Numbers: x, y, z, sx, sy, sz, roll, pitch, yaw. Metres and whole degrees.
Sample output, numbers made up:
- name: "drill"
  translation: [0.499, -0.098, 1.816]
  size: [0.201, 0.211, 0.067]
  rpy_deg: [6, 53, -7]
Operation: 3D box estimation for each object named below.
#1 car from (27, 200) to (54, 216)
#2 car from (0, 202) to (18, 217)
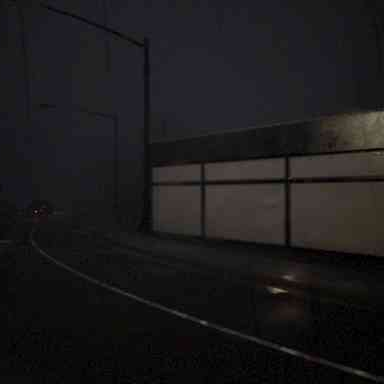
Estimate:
- name: "car"
  translation: [-14.933, 1.555, 32.930]
  size: [1.837, 1.490, 4.892]
  rpy_deg: [0, 0, -14]
- name: "car"
  translation: [-18.367, 1.618, 32.179]
  size: [1.994, 1.385, 4.181]
  rpy_deg: [0, 0, -14]
